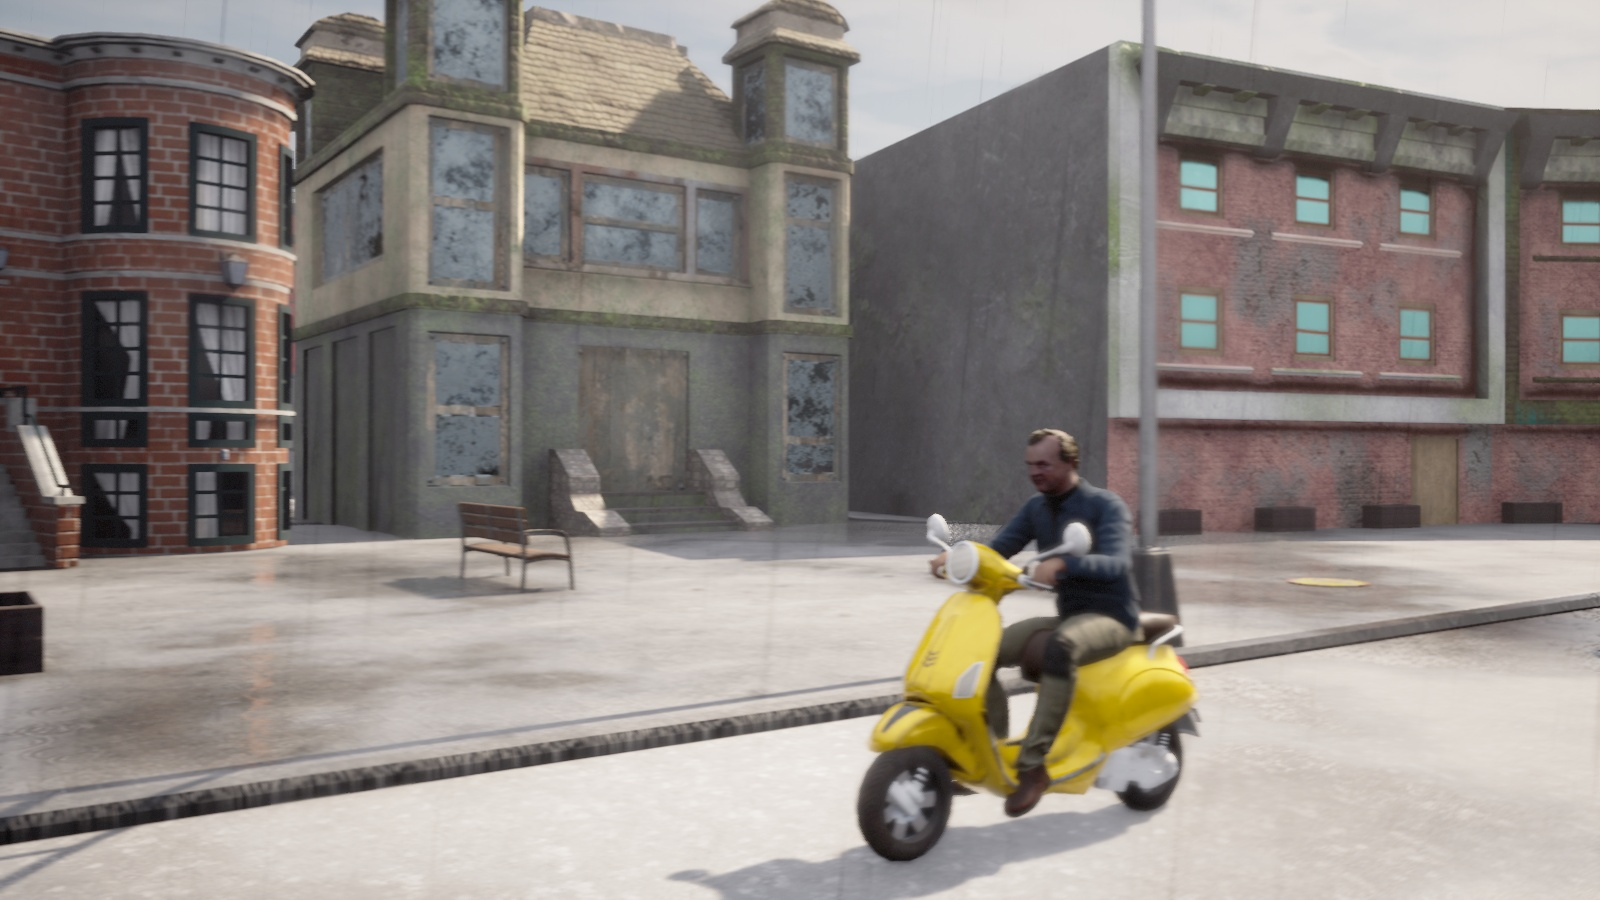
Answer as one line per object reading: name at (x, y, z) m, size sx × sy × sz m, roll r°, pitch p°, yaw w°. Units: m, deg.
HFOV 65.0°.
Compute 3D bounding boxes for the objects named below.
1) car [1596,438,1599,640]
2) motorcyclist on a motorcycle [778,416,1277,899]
car at (8.950, 0.691, 10.553) m, size 5.366 × 1.575 × 1.801 m, roll 0°, pitch 0°, yaw -34°
motorcyclist on a motorcycle at (0.924, 0.707, 4.909) m, size 1.817 × 1.590 × 0.866 m, roll 2°, pitch -1°, yaw -35°
